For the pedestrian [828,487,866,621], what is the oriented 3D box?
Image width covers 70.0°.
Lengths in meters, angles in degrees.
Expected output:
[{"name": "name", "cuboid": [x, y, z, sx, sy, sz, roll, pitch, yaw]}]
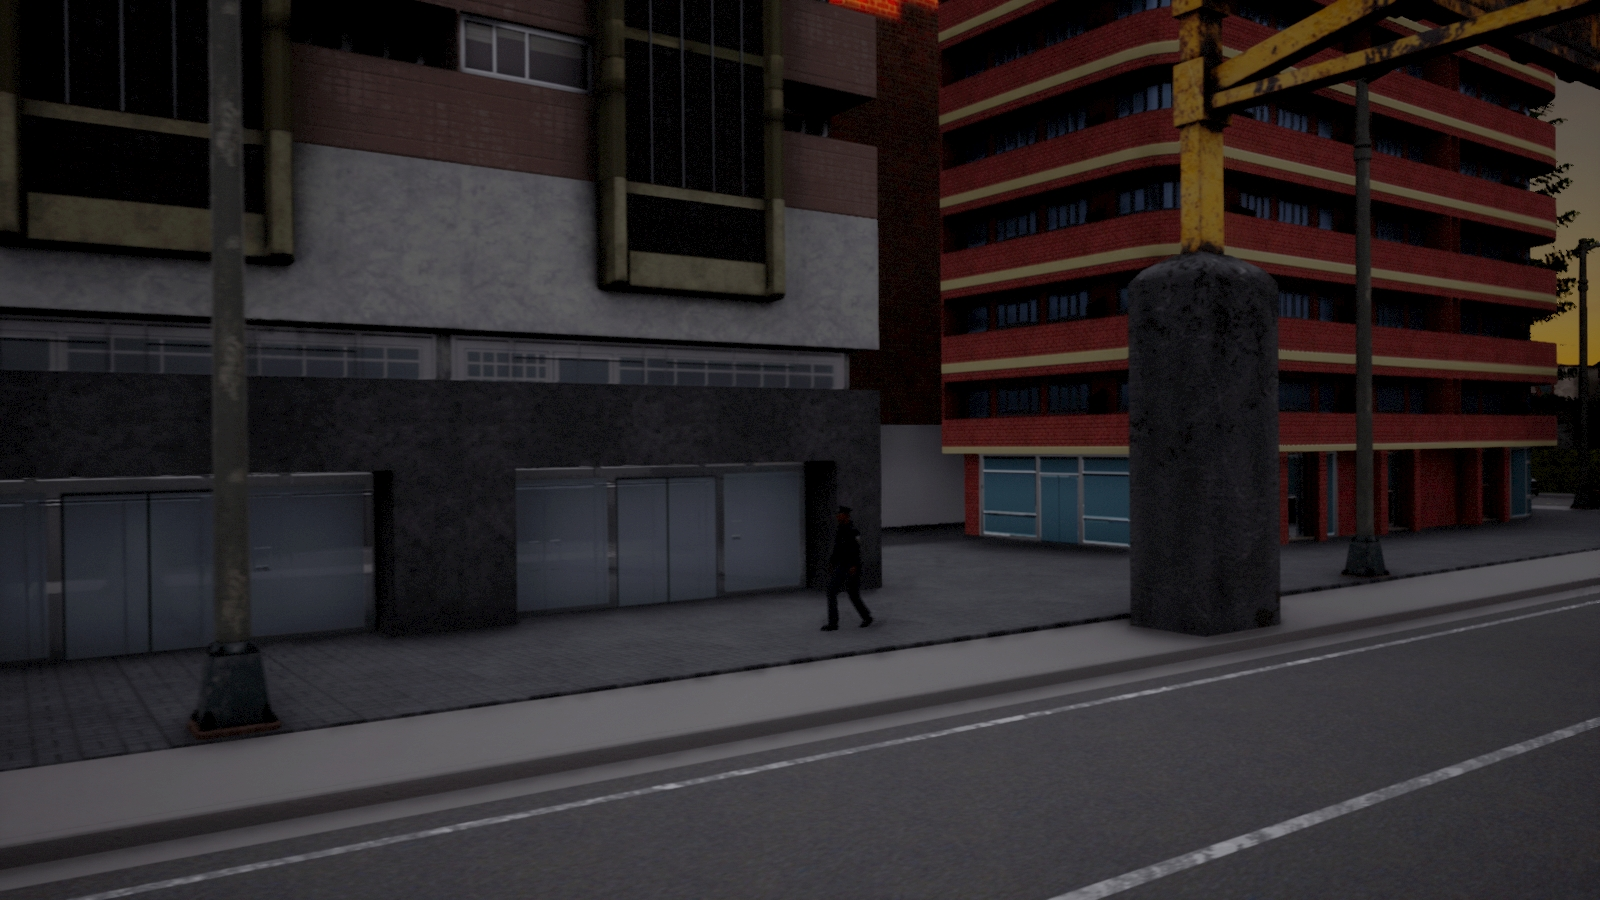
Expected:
[{"name": "pedestrian", "cuboid": [0.675, 1.476, 16.356, 0.375, 1.860, 0.375, -1, 0, -35]}]

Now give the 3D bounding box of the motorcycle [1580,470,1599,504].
[{"name": "motorcycle", "cuboid": [32.284, 1.480, 45.085, 0.764, 1.332, 2.356, -1, 1, -35]}]
